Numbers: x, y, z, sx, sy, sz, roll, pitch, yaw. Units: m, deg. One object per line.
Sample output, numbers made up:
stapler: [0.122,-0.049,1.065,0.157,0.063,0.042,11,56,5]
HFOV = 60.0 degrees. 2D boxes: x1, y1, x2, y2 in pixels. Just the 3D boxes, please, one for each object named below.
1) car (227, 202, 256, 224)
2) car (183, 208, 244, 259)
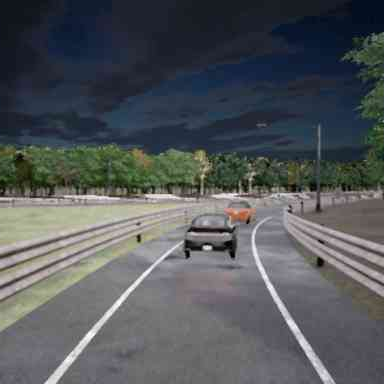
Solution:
car: [4.016,1.614,27.443,2.097,1.767,4.553,0,-1,18]
car: [0.878,1.616,13.184,2.128,1.511,4.902,0,0,9]
